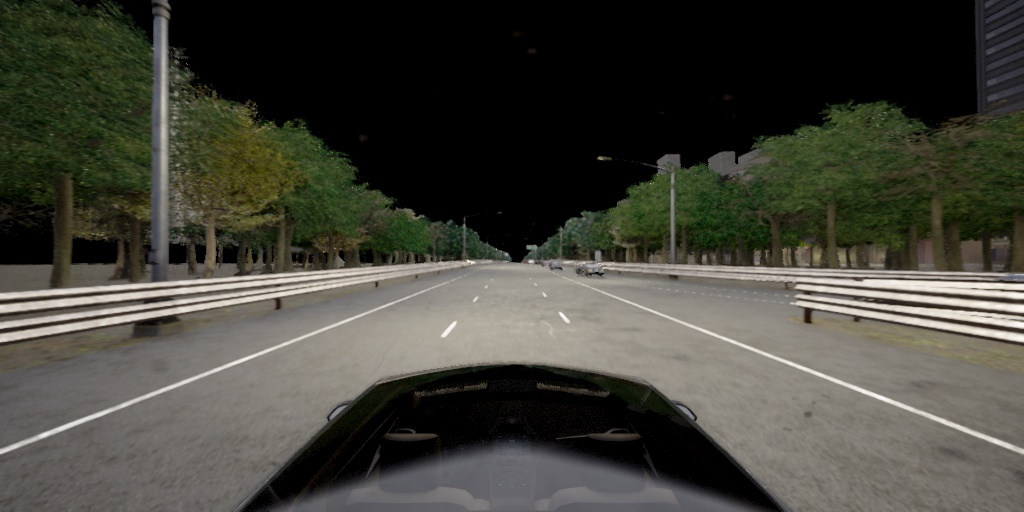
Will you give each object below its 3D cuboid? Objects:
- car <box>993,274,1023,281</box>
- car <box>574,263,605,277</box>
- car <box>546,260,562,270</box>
[{"bbox_3d":[15.994,1.292,11.221,1.812,1.442,4.674,0,-1,-23],"label":"car"},{"bbox_3d":[8.108,1.466,37.813,2.033,1.411,5.357,0,0,-5],"label":"car"},{"bbox_3d":[6.878,1.532,56.802,2.033,1.411,5.357,0,0,3],"label":"car"}]
